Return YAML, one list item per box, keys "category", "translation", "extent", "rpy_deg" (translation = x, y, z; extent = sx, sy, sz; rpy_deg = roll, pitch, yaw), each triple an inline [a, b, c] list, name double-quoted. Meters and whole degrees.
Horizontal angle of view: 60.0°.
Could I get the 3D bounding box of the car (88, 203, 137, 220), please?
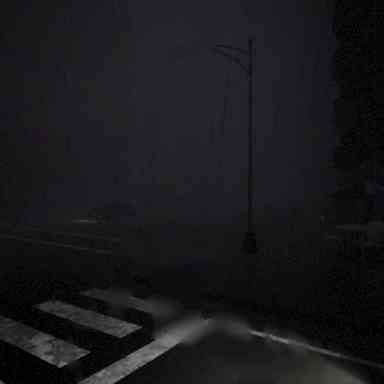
- category: "car"
  translation: [-6.723, 1.614, 28.453]
  extent: [1.994, 1.385, 4.181]
  rpy_deg: [0, 0, 36]
